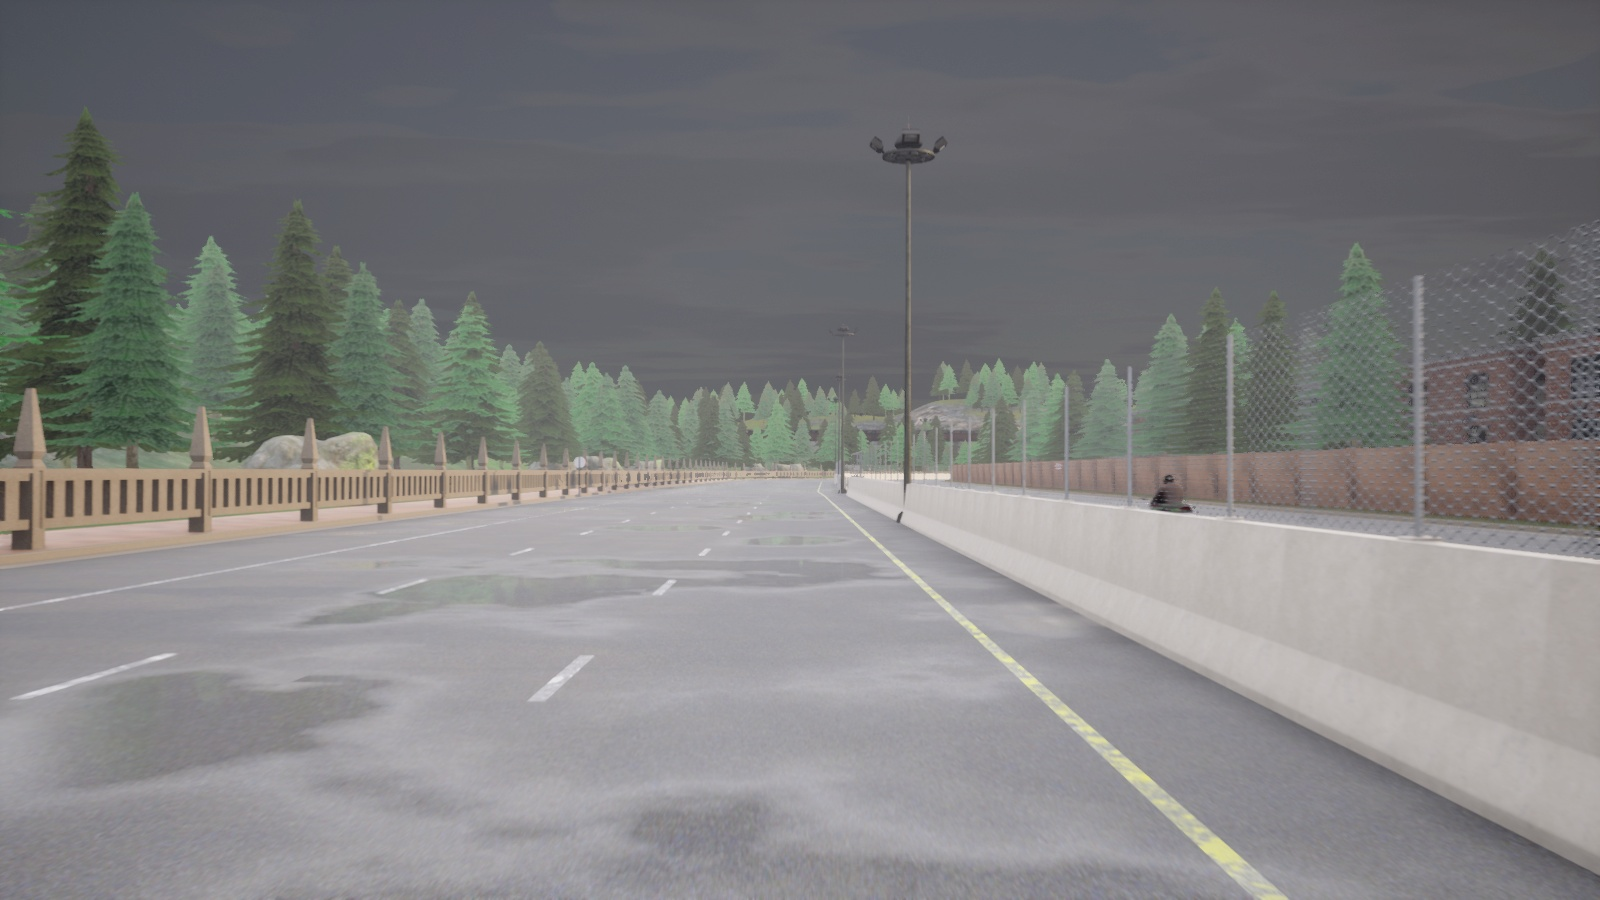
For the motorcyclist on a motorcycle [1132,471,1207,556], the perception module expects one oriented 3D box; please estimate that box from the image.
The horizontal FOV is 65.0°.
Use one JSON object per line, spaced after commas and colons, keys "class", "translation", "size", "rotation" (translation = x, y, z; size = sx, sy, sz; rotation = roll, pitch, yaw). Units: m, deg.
{"class": "motorcyclist on a motorcycle", "translation": [6.940, 1.166, 23.706], "size": [0.797, 1.523, 2.044], "rotation": [0, -1, 0]}
